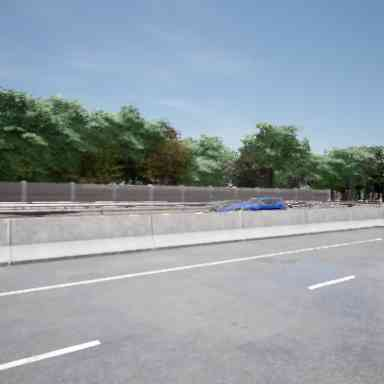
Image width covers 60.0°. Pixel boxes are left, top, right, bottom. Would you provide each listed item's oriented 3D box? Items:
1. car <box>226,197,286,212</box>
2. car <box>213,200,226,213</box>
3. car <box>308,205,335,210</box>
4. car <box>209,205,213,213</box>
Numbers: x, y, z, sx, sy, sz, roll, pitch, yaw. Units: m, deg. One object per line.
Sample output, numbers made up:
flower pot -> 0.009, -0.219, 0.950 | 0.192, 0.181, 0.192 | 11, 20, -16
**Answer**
car -> 6.076, 1.479, 29.847 | 5.566, 2.045, 2.150 | 1, 0, -36
car -> 4.765, 1.794, 33.210 | 4.674, 1.442, 1.812 | 1, 0, -36
car -> 11.380, 1.870, 29.333 | 4.181, 1.385, 1.994 | 1, 0, -36
car -> 4.103, 1.641, 37.035 | 4.553, 1.767, 2.097 | 1, 0, -35
